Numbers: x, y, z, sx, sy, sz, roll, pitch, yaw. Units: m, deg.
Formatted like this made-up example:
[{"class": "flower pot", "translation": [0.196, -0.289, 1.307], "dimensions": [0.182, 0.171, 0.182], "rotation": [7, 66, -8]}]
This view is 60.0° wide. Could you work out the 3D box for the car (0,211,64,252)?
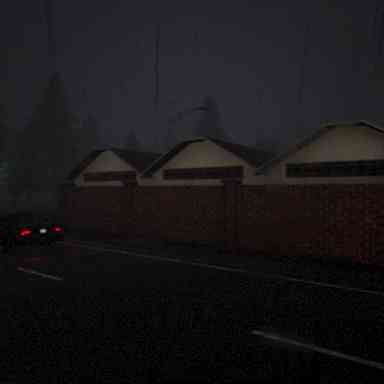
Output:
[{"class": "car", "translation": [-7.491, 1.472, 13.632], "dimensions": [5.357, 1.411, 2.033], "rotation": [0, 0, 35]}]
